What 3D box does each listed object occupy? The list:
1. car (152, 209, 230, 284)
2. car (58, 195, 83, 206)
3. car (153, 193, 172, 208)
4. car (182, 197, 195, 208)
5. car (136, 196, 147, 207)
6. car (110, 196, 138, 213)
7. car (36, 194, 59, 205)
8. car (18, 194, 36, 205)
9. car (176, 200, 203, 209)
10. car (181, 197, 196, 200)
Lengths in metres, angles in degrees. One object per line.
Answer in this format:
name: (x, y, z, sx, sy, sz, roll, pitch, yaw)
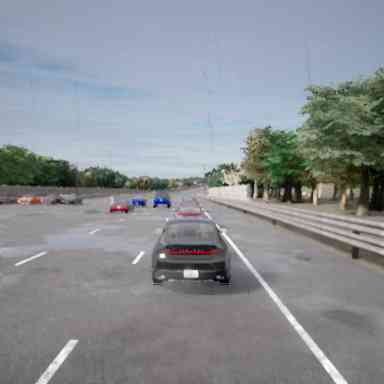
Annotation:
car: (-0.031, 1.464, 9.418, 1.837, 1.490, 4.892, 0, 0, 0)
car: (-18.341, 1.285, 51.149, 1.882, 1.535, 5.008, 0, 0, -1)
car: (-4.012, 1.097, 45.405, 2.150, 2.045, 5.566, 0, 0, -1)
car: (-0.548, 1.410, 46.915, 1.812, 1.442, 4.674, 0, 0, -2)
car: (-7.570, 1.333, 47.620, 1.882, 1.535, 5.008, 0, 0, -2)
car: (-7.262, 1.441, 34.838, 1.994, 1.385, 4.181, 0, 0, -1)
car: (-21.851, 1.144, 51.792, 2.097, 1.767, 4.553, 0, 0, -1)
car: (-25.357, 1.130, 52.140, 2.097, 1.767, 4.553, 0, 0, -1)
car: (-0.118, 1.457, 19.975, 1.812, 1.442, 4.674, 0, 0, -1)
car: (-0.217, 1.422, 27.091, 1.837, 1.490, 4.892, 0, 0, -1)
